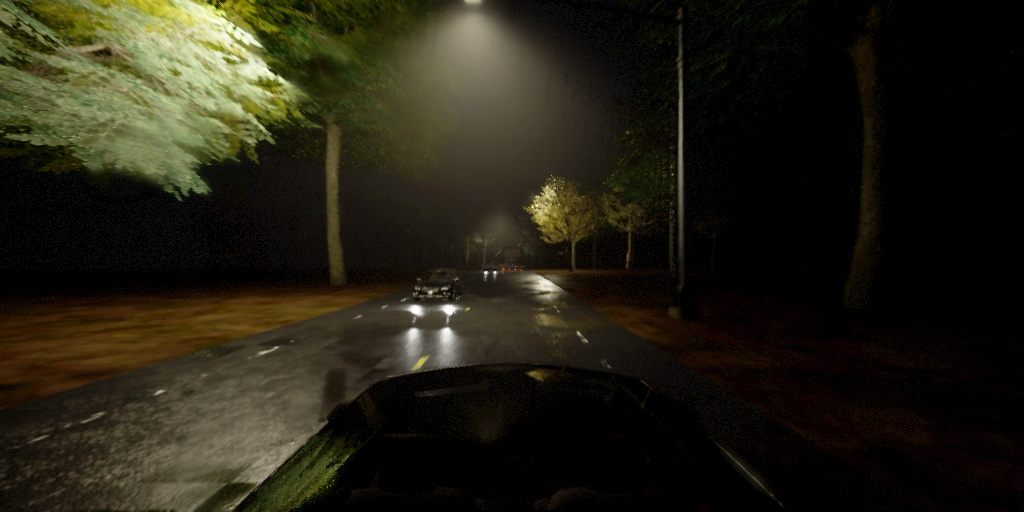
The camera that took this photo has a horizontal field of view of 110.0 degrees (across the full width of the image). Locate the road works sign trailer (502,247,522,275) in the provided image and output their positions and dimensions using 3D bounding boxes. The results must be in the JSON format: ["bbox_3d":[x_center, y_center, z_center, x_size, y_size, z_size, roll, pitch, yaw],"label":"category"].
[{"bbox_3d":[0.039,0.620,47.537,2.380,3.560,2.880,0,0,0],"label":"road works sign trailer"}]

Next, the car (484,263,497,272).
[{"bbox_3d":[-3.491,1.808,59.662,1.812,1.442,4.674,0,-1,1],"label":"car"}]

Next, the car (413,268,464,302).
[{"bbox_3d":[-3.586,1.385,18.174,1.837,1.490,4.892,0,-1,0],"label":"car"}]
